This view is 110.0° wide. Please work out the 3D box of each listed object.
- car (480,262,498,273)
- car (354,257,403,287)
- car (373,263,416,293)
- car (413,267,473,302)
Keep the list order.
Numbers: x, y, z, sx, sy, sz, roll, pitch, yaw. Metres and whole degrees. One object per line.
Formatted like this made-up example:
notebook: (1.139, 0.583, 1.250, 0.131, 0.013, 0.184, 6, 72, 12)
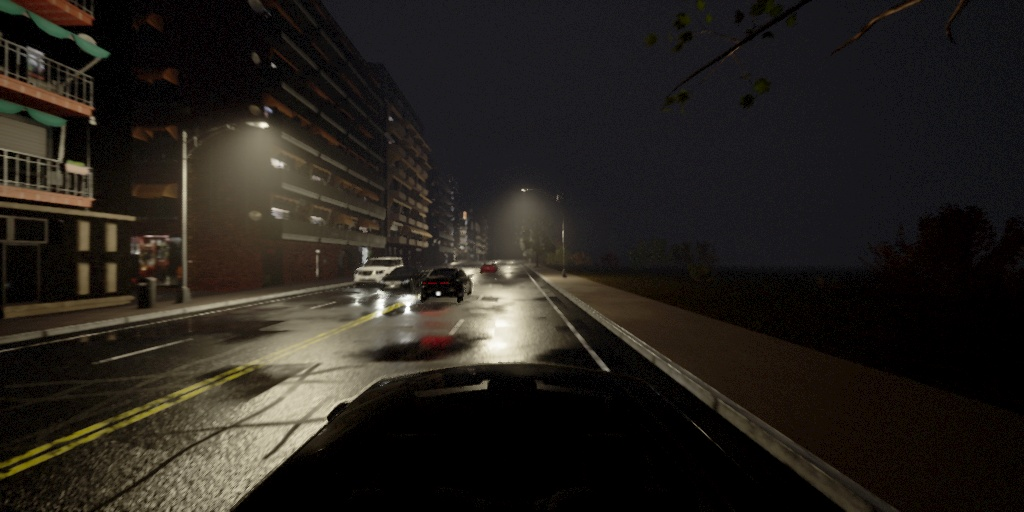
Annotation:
car: (-2.914, 1.428, 45.699, 1.994, 1.385, 4.181, -1, 0, 0)
car: (-9.715, 1.113, 26.847, 2.150, 2.045, 5.566, -1, 0, 0)
car: (-6.494, 1.378, 21.834, 1.812, 1.442, 4.674, -1, 0, 0)
car: (-3.075, 1.316, 17.416, 1.837, 1.490, 4.892, -1, 0, 0)
